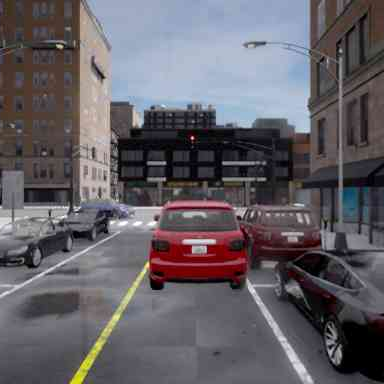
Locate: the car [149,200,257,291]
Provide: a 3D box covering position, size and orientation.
[{"bbox_3d":[0.090,1.233,9.229,2.150,2.045,5.566,0,0,-1],"label":"car"}]

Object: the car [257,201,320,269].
[{"bbox_3d":[2.650,1.329,11.110,2.192,1.841,5.009,0,0,0],"label":"car"}]

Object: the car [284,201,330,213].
[{"bbox_3d":[13.446,1.725,39.093,4.718,1.301,1.895,0,0,0],"label":"car"}]

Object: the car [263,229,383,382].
[{"bbox_3d":[2.643,1.573,5.447,1.947,1.339,4.313,0,0,0],"label":"car"}]

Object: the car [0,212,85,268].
[{"bbox_3d":[-5.375,1.564,11.119,2.008,1.369,4.403,0,0,0],"label":"car"}]

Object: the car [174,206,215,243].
[{"bbox_3d":[0.110,1.547,17.030,1.812,1.442,4.674,0,0,0],"label":"car"}]

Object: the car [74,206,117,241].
[{"bbox_3d":[-5.368,1.586,16.781,1.947,1.339,4.313,0,0,0],"label":"car"}]

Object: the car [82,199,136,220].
[{"bbox_3d":[-6.976,1.359,27.756,4.553,1.767,2.097,0,0,19],"label":"car"}]
